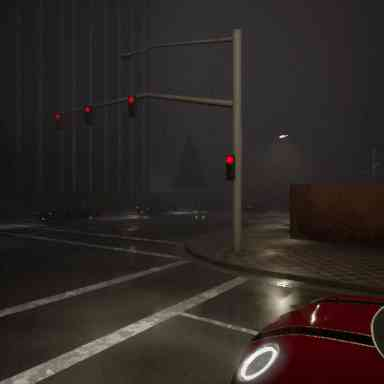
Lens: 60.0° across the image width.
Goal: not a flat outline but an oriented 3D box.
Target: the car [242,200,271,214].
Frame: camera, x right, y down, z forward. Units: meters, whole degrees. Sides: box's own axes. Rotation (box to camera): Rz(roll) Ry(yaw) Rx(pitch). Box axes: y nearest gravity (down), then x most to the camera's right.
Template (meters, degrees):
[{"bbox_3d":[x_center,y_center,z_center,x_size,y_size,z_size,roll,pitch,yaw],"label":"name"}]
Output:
[{"bbox_3d":[6.560,1.547,35.323,2.033,1.411,5.357,0,0,35],"label":"car"}]

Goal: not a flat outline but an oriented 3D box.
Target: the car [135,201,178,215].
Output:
[{"bbox_3d":[-3.498,1.601,33.572,1.895,1.301,4.718,0,0,35],"label":"car"}]

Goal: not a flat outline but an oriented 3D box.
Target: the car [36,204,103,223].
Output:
[{"bbox_3d":[-9.276,1.601,25.415,1.895,1.301,4.718,0,0,35],"label":"car"}]

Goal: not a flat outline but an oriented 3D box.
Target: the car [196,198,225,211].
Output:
[{"bbox_3d":[2.344,1.491,41.784,2.128,1.511,4.902,0,0,36],"label":"car"}]

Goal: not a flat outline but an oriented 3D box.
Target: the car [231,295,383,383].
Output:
[{"bbox_3d":[2.501,1.352,2.175,4.553,1.767,2.097,0,0,36],"label":"car"}]
